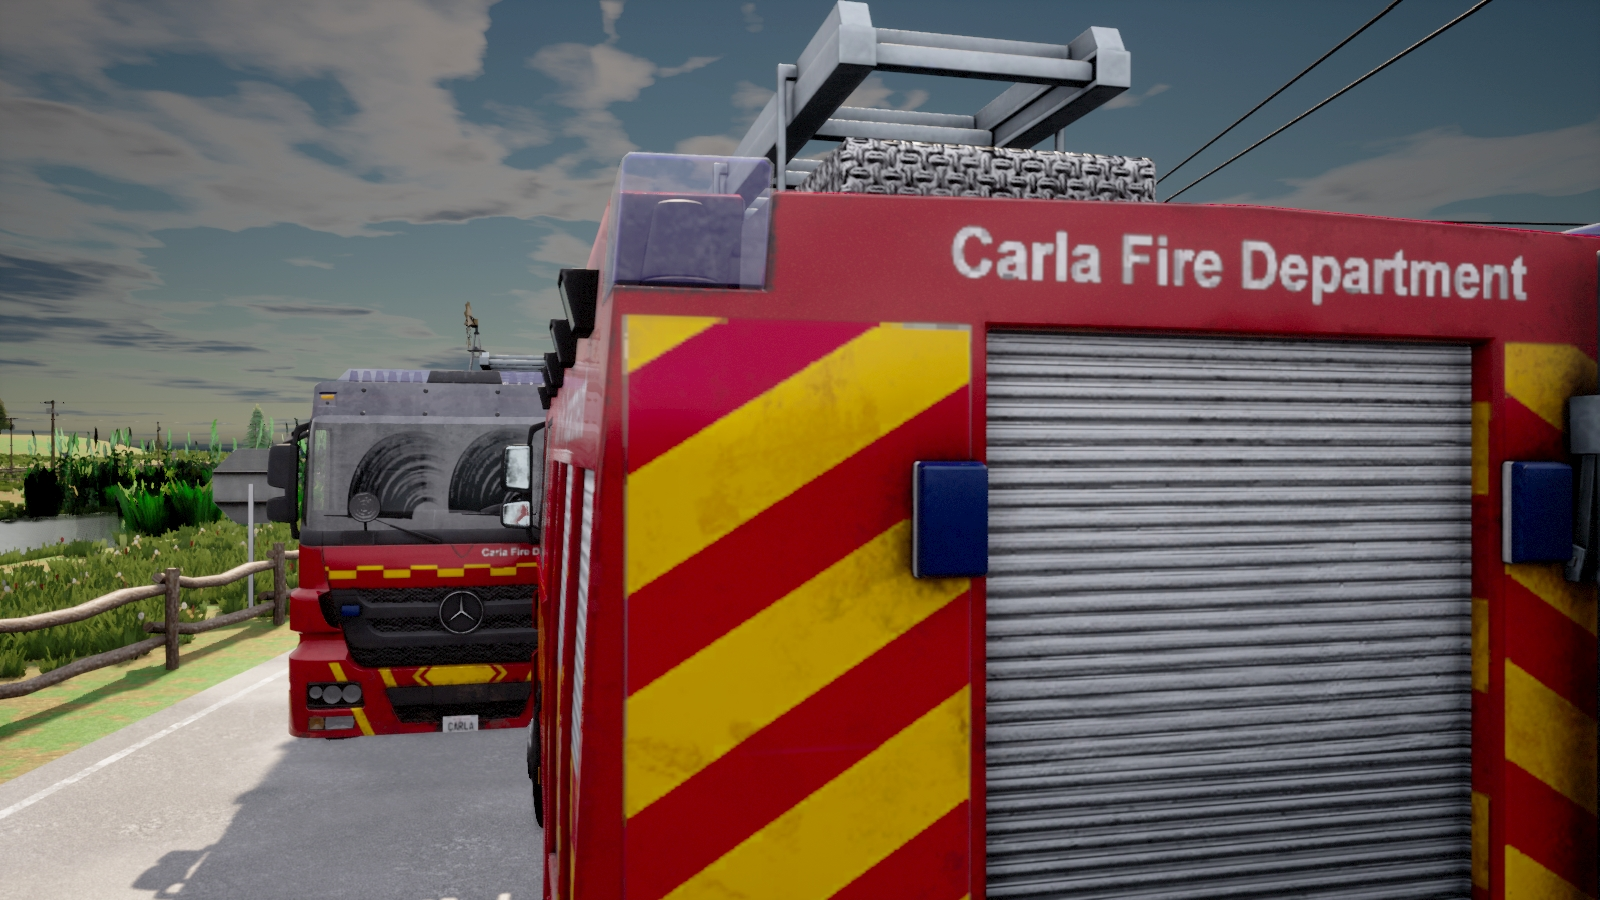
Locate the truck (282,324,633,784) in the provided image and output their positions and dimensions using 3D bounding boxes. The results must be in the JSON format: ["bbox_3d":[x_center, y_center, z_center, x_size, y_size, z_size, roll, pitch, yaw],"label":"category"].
[{"bbox_3d":[-3.886,0.862,13.959,2.891,3.827,8.468,0,0,-14],"label":"truck"}]

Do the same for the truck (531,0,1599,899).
[{"bbox_3d":[-0.106,0.867,6.873,2.891,3.827,8.468,0,0,-14],"label":"truck"}]

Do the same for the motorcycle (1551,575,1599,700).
[{"bbox_3d":[9.811,2.142,13.173,1.805,1.316,0.856,0,0,-7],"label":"motorcycle"}]
